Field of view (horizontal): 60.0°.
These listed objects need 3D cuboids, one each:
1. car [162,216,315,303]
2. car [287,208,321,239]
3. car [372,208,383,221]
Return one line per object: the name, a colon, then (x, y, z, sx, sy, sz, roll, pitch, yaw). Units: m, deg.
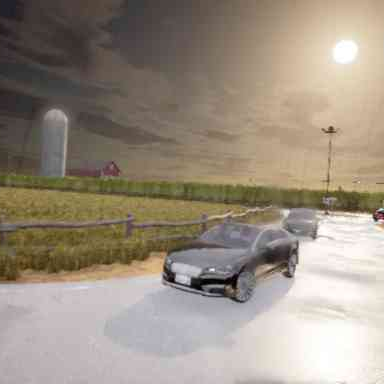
car: (1.268, 1.541, 8.588, 2.128, 1.511, 4.902, 3, 0, 36)
car: (6.455, 1.784, 19.688, 1.837, 1.490, 4.892, 3, 2, 22)
car: (21.799, 2.559, 36.456, 4.892, 1.490, 1.837, 3, 0, -31)
